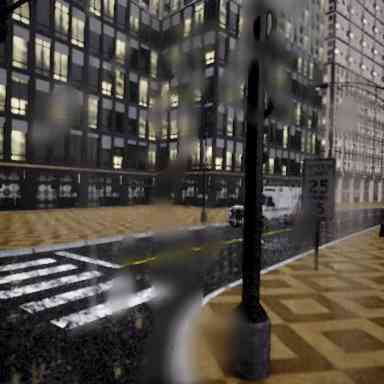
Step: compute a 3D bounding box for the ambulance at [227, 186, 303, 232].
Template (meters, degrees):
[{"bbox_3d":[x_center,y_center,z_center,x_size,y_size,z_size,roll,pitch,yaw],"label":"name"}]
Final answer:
[{"bbox_3d":[4.554,0.877,19.817,2.351,2.431,6.366,2,1,40],"label":"ambulance"}]
